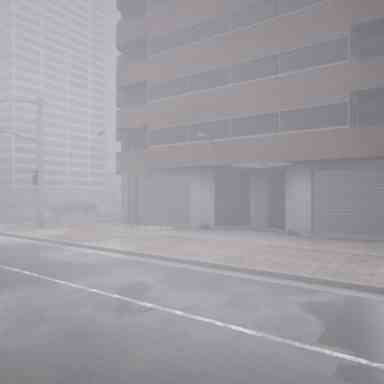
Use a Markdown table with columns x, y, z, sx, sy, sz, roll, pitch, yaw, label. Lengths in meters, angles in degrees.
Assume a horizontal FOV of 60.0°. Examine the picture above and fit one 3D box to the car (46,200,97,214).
| x | y | z | sx | sy | sz | roll | pitch | yaw | label |
| --- | --- | --- | --- | --- | --- | --- | --- | --- | --- |
| -13.087 | 1.555 | 36.571 | 2.033 | 1.411 | 5.357 | 0 | 0 | 35 | car |
